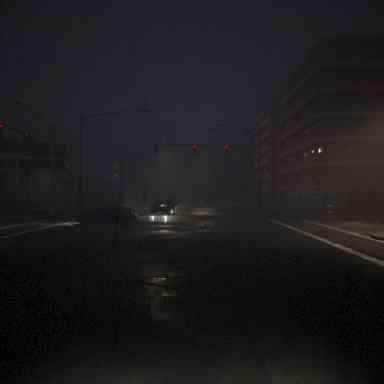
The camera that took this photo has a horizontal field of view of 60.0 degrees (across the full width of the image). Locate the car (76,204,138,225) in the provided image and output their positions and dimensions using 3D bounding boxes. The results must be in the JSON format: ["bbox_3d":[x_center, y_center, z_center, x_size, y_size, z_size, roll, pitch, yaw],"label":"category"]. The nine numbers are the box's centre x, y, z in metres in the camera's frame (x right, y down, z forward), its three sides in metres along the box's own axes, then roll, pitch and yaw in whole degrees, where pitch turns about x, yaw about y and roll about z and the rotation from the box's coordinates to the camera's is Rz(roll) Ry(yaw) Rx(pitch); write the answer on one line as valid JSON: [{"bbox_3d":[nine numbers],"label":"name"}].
[{"bbox_3d":[-5.945,1.564,23.436,4.181,1.385,1.994,0,0,0],"label":"car"}]

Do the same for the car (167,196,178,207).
[{"bbox_3d":[-3.248,1.564,43.955,1.994,1.385,4.181,0,0,0],"label":"car"}]

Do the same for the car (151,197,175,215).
[{"bbox_3d":[-3.168,1.547,34.715,2.033,1.411,5.357,0,0,-1],"label":"car"}]

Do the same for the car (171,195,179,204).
[{"bbox_3d":[-3.321,1.352,52.551,2.097,1.767,4.553,0,0,0],"label":"car"}]

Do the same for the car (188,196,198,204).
[{"bbox_3d":[0.260,1.526,65.000,1.812,1.442,4.674,0,0,0],"label":"car"}]

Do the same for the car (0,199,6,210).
[{"bbox_3d":[-24.046,1.456,38.922,3.806,1.475,1.970,0,0,1],"label":"car"}]

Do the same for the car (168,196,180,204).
[{"bbox_3d":[-3.382,1.564,62.569,1.994,1.385,4.181,0,0,0],"label":"car"}]
